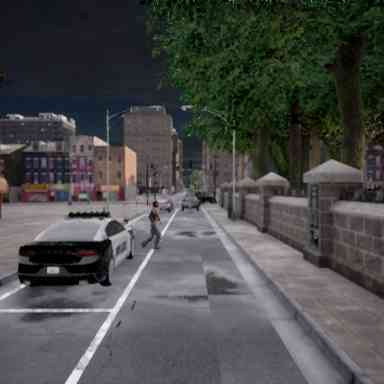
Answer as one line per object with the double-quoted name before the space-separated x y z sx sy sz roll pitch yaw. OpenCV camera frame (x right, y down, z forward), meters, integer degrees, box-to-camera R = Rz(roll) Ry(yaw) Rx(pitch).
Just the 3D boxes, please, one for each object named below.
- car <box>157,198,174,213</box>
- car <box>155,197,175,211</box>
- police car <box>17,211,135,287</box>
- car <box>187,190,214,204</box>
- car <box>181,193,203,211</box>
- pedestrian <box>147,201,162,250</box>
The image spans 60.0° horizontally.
"car" -2.878 1.328 32.879 1.802 1.307 4.206 0 0 0
"car" -2.905 1.284 36.541 1.947 1.339 4.313 0 0 0
"police car" -2.818 1.353 9.288 1.930 1.638 5.238 0 0 0
"car" 1.241 0.838 47.710 2.150 2.045 5.566 0 1 36
"car" -0.180 1.215 35.681 2.128 1.511 4.902 0 0 0
"pedestrian" -1.368 1.198 12.305 0.375 1.860 0.375 0 0 0
